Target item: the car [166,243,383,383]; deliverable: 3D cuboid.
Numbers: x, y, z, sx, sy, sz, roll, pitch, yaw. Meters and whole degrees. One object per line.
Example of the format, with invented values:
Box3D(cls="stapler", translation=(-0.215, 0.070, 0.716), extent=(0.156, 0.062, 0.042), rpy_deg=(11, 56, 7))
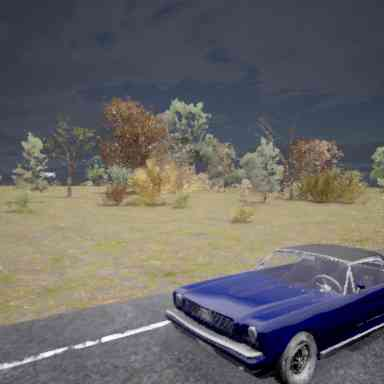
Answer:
Box3D(cls="car", translation=(1.968, 1.601, 5.411), extent=(4.718, 1.301, 1.895), rpy_deg=(0, 0, -36))
